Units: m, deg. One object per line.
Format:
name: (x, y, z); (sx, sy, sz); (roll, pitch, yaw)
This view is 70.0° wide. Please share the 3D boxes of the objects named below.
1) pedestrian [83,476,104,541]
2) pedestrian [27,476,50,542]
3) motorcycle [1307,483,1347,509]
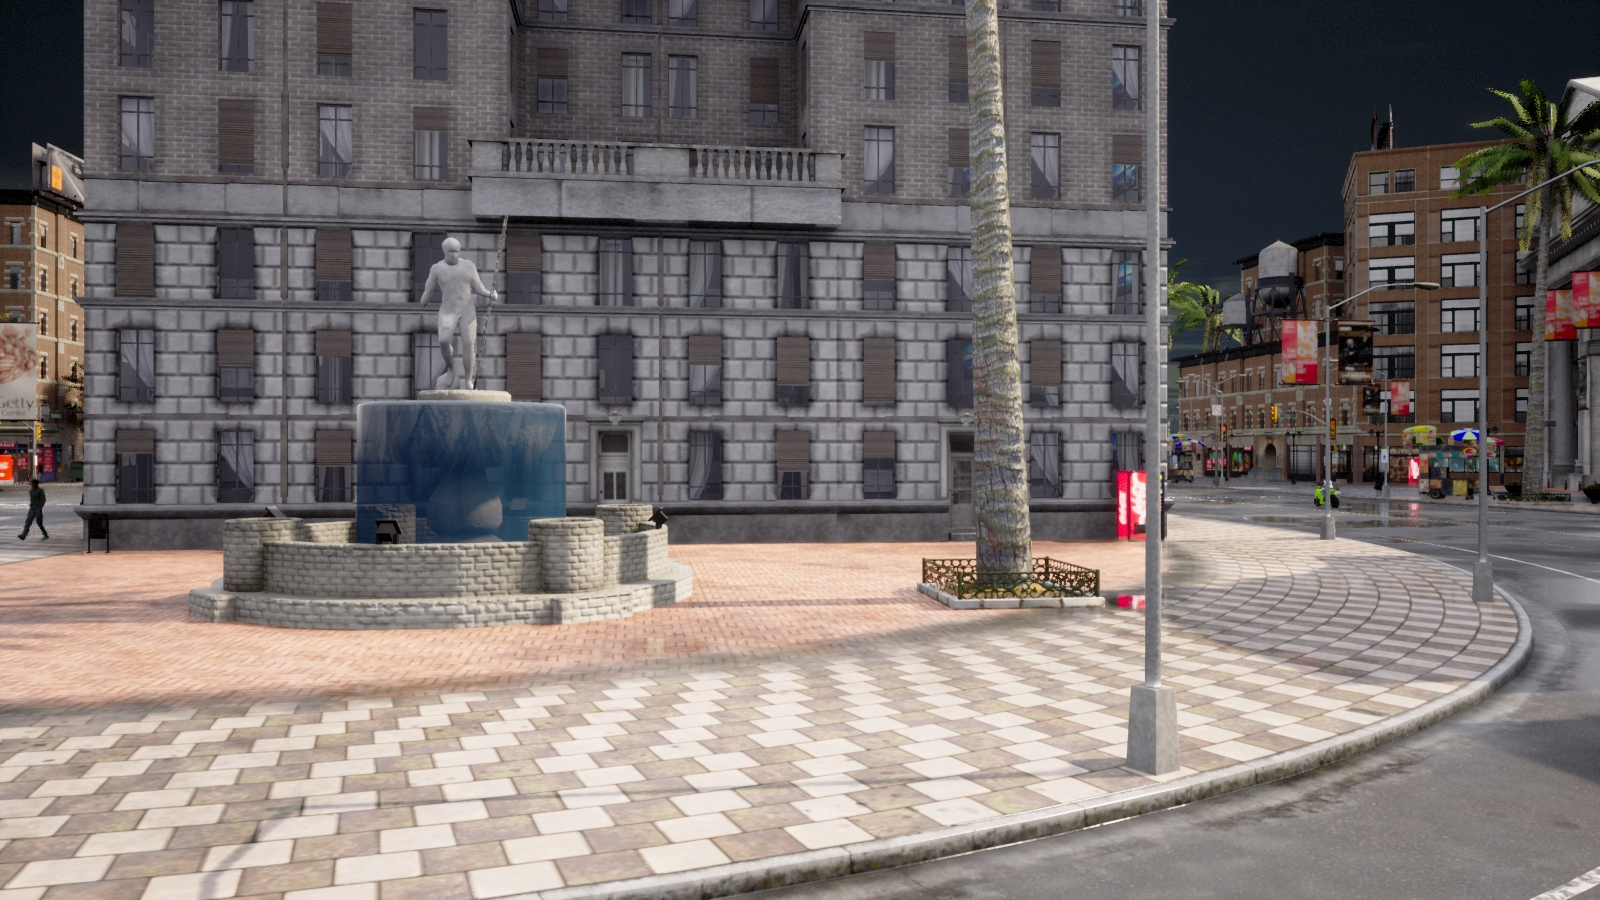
pedestrian: (-20.522, 1.696, 33.183); (0.375, 1.860, 0.375); (0, 0, -3)
pedestrian: (-21.925, 1.697, 32.896); (0.375, 1.860, 0.375); (0, 0, 9)
motorcycle: (25.547, 2.213, 55.422); (0.803, 1.145, 2.033); (0, 0, -7)
